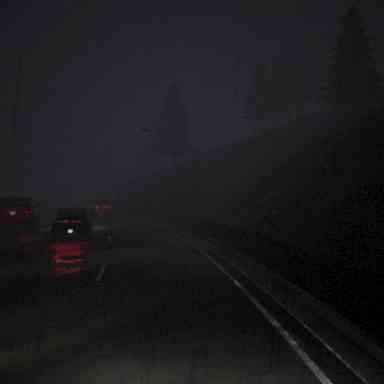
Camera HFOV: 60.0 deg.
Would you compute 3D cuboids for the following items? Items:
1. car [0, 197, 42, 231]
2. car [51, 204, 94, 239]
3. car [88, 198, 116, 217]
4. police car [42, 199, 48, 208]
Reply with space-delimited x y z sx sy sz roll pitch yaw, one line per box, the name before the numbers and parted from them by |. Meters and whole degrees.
car | -11.422 1.345 21.946 2.150 2.045 5.566 0 0 -21
car | -6.455 1.600 18.088 1.837 1.490 4.892 0 0 -16
car | -9.314 1.521 33.614 2.097 1.767 4.553 0 0 -30
police car | -25.252 1.724 54.693 1.930 1.638 5.238 0 0 -40
